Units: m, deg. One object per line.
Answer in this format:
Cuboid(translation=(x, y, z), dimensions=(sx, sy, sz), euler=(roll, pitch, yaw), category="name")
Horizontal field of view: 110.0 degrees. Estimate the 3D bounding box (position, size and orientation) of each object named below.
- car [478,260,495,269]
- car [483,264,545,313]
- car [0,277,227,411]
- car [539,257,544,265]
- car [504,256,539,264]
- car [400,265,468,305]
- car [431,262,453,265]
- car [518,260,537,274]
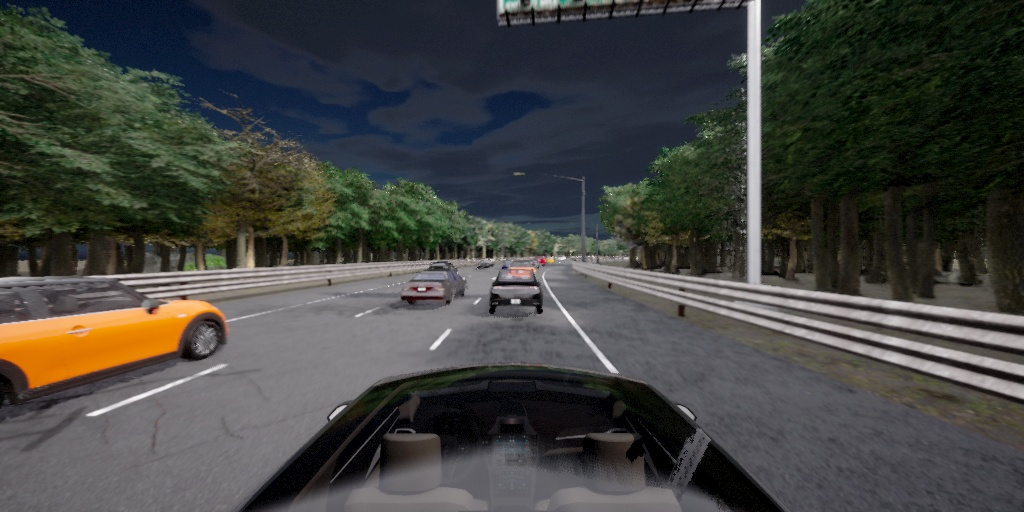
Cuboid(translation=(-3.850, 1.334, 54.715), dimensions=(1.895, 1.301, 4.718), euler=(0, 0, 7), category="car")
Cuboid(translation=(0.186, 1.242, 13.915), dimensions=(2.128, 1.511, 4.902), euler=(0, 0, 2), category="car")
Cuboid(translation=(-6.883, 1.084, 5.439), dimensions=(2.097, 1.767, 4.553), euler=(0, 0, 1), category="car")
Cuboid(translation=(3.422, 1.292, 56.229), dimensions=(2.033, 1.411, 5.357), euler=(0, 0, 7), category="car")
Cuboid(translation=(0.762, 1.100, 27.017), dimensions=(2.097, 1.767, 4.553), euler=(0, 0, 3), category="car")
Cuboid(translation=(-3.261, 1.290, 15.930), dimensions=(2.033, 1.411, 5.357), euler=(0, 0, 2), category="car")
Cuboid(translation=(-5.955, 1.237, 30.998), dimensions=(1.837, 1.490, 4.892), euler=(0, 0, 4), category="car")
Cuboid(translation=(1.838, 1.225, 41.443), dimensions=(1.882, 1.535, 5.008), euler=(0, 0, 5), category="car")
